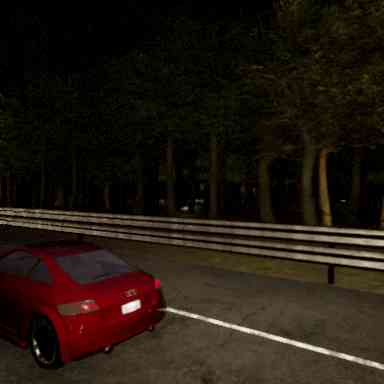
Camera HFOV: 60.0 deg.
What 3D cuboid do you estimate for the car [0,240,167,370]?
[{"bbox_3d":[-2.467,1.547,5.750,4.181,1.385,1.994,0,0,36],"label":"car"}]
